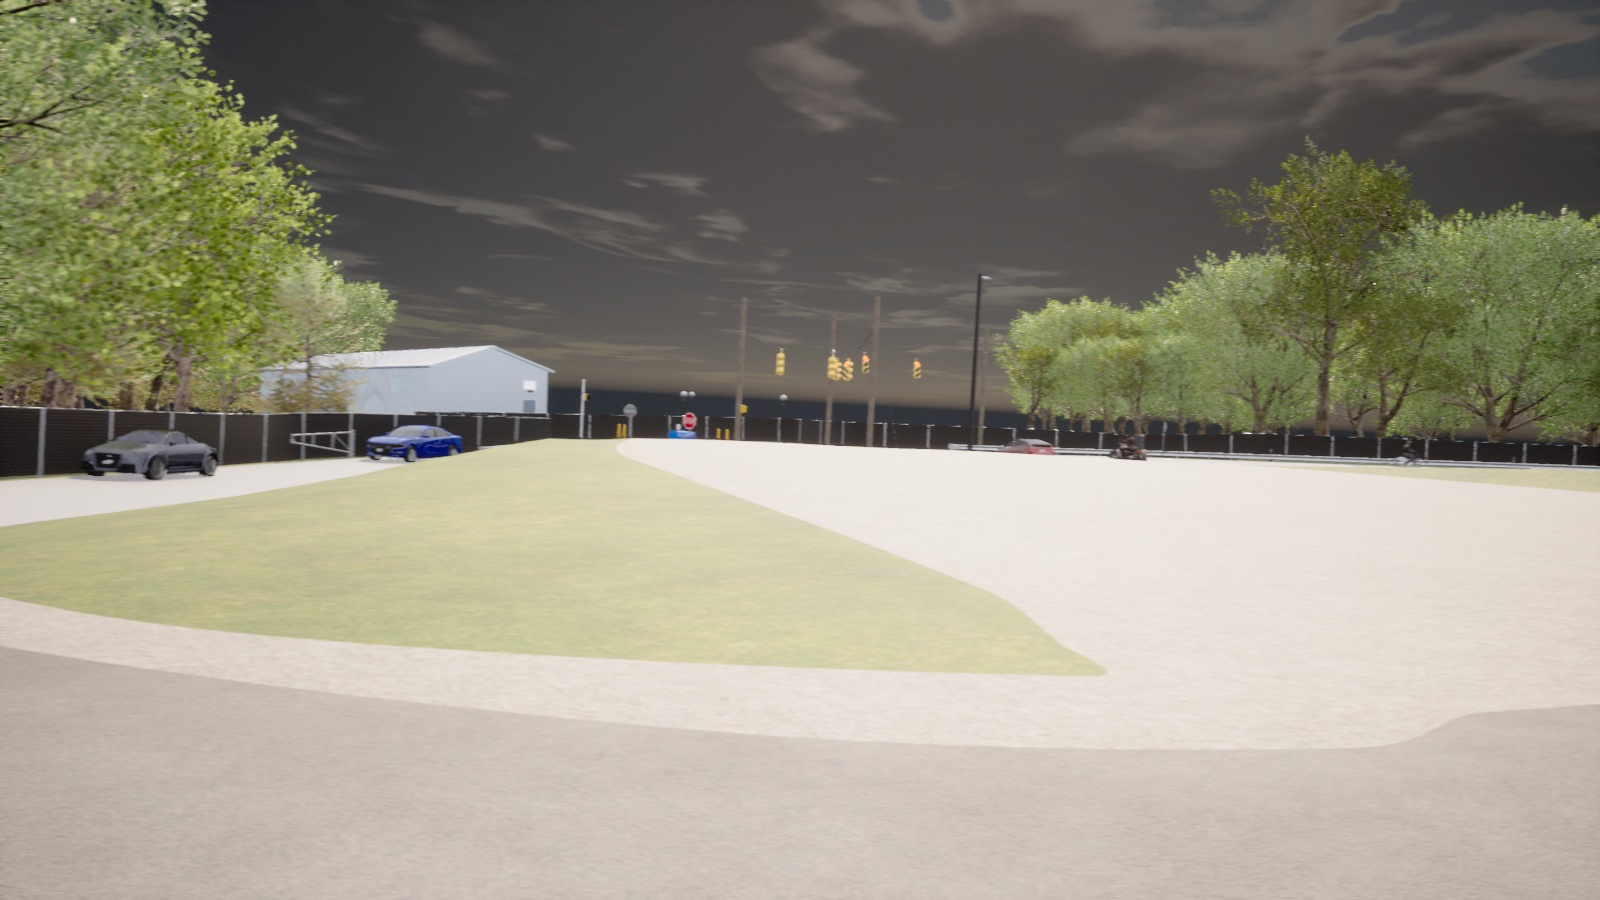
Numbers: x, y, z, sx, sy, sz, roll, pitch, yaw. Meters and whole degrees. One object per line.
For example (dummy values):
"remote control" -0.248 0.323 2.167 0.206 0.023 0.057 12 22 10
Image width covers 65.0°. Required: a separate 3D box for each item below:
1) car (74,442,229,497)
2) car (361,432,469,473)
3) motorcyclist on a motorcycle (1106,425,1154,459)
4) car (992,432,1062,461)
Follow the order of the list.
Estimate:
"car" -18.922 0.527 36.872 1.994 1.385 4.181 2 2 7
"car" -16.172 0.056 53.050 1.882 1.535 5.008 2 2 17
"motorcyclist on a motorcycle" 16.317 -0.409 62.139 0.766 1.649 2.350 0 0 -34
"car" 12.675 -0.170 70.360 2.007 1.525 4.514 1 0 -17
